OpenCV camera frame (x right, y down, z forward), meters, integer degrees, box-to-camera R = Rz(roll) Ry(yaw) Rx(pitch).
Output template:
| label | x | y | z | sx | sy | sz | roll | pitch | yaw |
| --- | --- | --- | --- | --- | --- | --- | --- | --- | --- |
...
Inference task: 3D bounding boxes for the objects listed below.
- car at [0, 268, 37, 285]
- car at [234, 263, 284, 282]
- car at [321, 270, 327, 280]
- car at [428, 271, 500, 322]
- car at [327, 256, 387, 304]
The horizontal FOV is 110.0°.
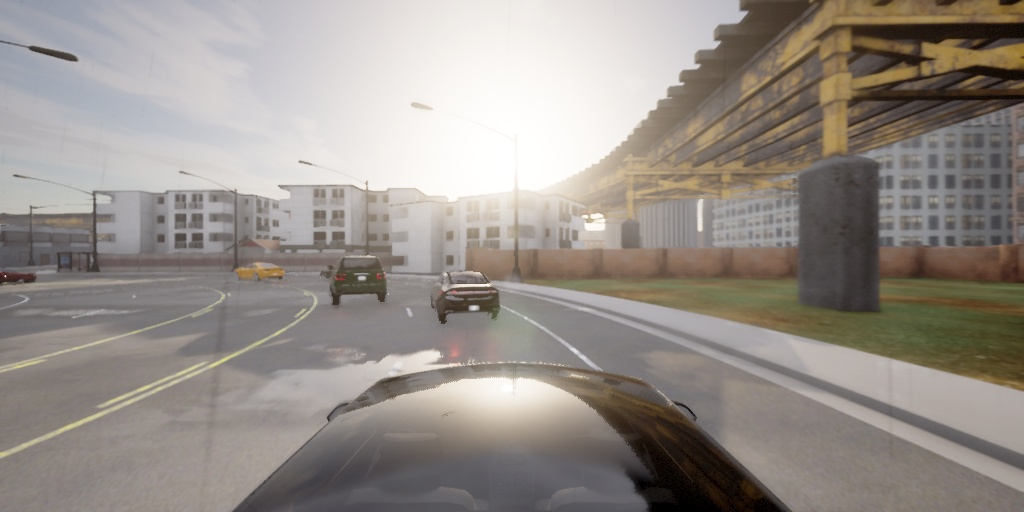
| label | x | y | z | sx | sy | sz | roll | pitch | yaw |
| --- | --- | --- | --- | --- | --- | --- | --- | --- | --- |
| car | -39.135 | 1.558 | 27.160 | 4.718 | 1.301 | 1.895 | 0 | 0 | 4 |
| car | -21.550 | 1.337 | 30.520 | 5.008 | 1.535 | 1.882 | 0 | 0 | 28 |
| car | -14.097 | 1.419 | 30.030 | 4.718 | 1.301 | 1.895 | 0 | 0 | 38 |
| car | -1.760 | 1.248 | 12.394 | 2.128 | 1.511 | 4.902 | 0 | 0 | -17 |
| car | -7.400 | 1.007 | 17.046 | 2.150 | 2.045 | 5.566 | 0 | 0 | -28 |
